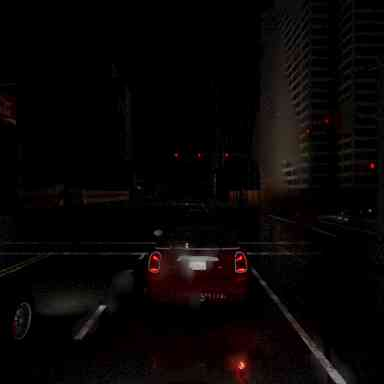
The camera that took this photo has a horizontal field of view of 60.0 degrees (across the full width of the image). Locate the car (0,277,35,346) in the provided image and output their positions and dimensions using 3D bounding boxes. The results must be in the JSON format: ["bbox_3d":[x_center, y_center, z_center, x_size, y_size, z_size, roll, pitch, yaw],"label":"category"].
[{"bbox_3d":[-3.395,1.526,3.371,1.812,1.442,4.674,0,0,0],"label":"car"}]

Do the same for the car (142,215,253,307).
[{"bbox_3d":[0.108,1.352,8.145,2.097,1.767,4.553,0,0,0],"label":"car"}]

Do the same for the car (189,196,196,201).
[{"bbox_3d":[0.082,1.595,83.494,1.895,1.301,4.718,0,0,0],"label":"car"}]

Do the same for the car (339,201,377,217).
[{"bbox_3d":[16.300,1.547,30.192,5.357,1.411,2.033,0,0,0],"label":"car"}]
